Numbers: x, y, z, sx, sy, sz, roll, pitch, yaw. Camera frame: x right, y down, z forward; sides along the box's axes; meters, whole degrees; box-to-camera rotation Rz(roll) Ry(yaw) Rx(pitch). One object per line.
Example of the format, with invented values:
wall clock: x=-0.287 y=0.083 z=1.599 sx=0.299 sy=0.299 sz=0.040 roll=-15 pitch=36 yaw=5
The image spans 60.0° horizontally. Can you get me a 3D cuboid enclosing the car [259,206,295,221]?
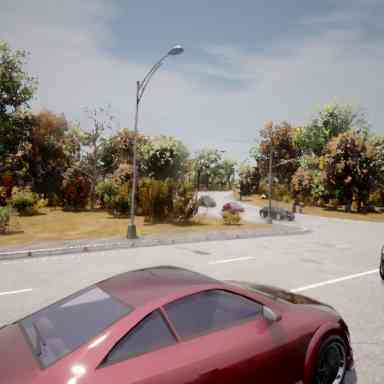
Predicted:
car: x=9.342 y=2.297 z=36.721 sx=1.837 sy=1.490 sz=4.892 roll=3 pitch=-1 yaw=-23

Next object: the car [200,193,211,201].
car: x=3.106 y=1.124 z=78.681 sx=2.128 sy=1.511 sz=4.902 roll=2 pitch=2 yaw=-1

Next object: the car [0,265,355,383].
car: x=-0.051 y=1.571 z=3.713 sx=4.181 sy=1.385 sz=1.994 roll=0 pitch=0 yaw=-36

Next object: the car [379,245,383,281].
car: x=6.967 y=1.486 z=8.771 sx=4.553 sy=1.767 sz=2.097 roll=2 pitch=-1 yaw=-36

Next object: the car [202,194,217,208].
car: x=2.715 y=1.685 z=56.752 sx=2.097 sy=1.767 sz=4.553 roll=3 pitch=1 yaw=-13

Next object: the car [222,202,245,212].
car: x=5.722 y=2.187 z=46.154 sx=1.812 sy=1.442 sz=4.674 roll=3 pitch=0 yaw=-18
